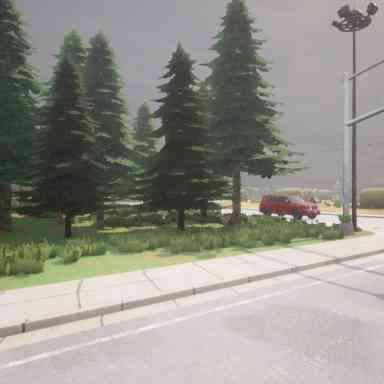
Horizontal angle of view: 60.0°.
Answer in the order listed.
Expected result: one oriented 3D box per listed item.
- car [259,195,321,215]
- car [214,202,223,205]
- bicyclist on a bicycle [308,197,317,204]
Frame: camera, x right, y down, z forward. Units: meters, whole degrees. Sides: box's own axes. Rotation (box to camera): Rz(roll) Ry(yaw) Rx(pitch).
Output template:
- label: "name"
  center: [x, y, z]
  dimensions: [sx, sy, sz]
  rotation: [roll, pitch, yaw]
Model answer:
- label: "car"
  center: [8.346, 1.248, 28.993]
  dimensions: [2.150, 2.045, 5.566]
  rotation: [0, 0, -34]
- label: "car"
  center: [1.636, 1.519, 38.770]
  dimensions: [2.128, 1.511, 4.902]
  rotation: [0, 0, -34]
- label: "bicyclist on a bicycle"
  center: [12.903, 1.327, 35.575]
  dimensions: [1.656, 1.620, 0.582]
  rotation: [0, 0, -34]
